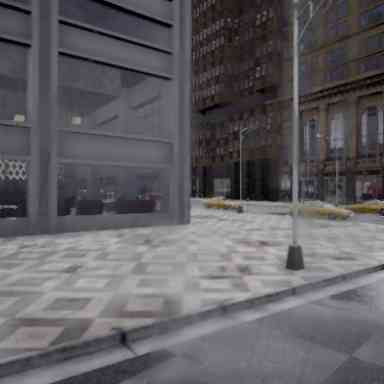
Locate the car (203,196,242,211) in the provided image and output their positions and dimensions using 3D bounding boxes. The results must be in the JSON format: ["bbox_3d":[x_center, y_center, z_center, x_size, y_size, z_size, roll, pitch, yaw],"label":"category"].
[{"bbox_3d":[3.118,1.120,34.193,1.752,1.417,4.829,2,0,-35],"label":"car"}]

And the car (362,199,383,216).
[{"bbox_3d":[16.425,1.349,30.144,1.752,1.417,4.829,2,0,-35],"label":"car"}]

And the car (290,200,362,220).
[{"bbox_3d":[9.668,1.305,24.934,1.752,1.417,4.829,2,0,-35],"label":"car"}]
